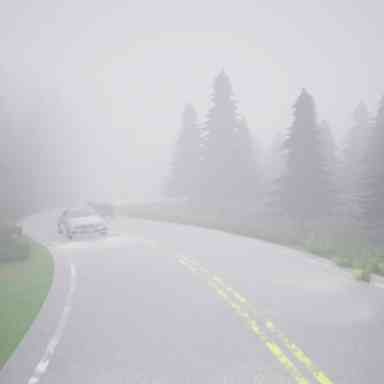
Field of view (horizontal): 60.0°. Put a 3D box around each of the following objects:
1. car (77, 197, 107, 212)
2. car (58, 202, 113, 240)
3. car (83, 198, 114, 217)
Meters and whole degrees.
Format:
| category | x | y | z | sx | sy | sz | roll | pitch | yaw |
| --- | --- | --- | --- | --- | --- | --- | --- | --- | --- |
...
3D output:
| category | x | y | z | sx | sy | sz | roll | pitch | yaw |
| --- | --- | --- | --- | --- | --- | --- | --- | --- | --- |
| car | -11.210 | 1.337 | 37.686 | 2.033 | 1.411 | 5.357 | -2 | 1 | -4 |
| car | -5.838 | 1.503 | 17.366 | 1.812 | 1.442 | 4.674 | -5 | 2 | -29 |
| car | -7.618 | 1.295 | 26.429 | 1.882 | 1.535 | 5.008 | -4 | 2 | -27 |
